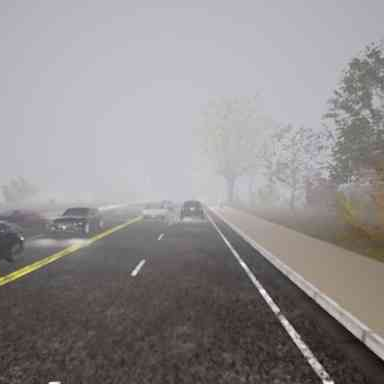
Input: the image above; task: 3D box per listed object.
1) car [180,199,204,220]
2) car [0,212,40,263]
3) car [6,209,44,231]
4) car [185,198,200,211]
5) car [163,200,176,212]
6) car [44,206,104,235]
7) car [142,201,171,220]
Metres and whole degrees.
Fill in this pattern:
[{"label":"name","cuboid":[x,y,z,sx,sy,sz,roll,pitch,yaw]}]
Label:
[{"label":"car","cuboid":[0.022,1.505,30.463,2.097,1.767,4.553,0,0,0]},{"label":"car","cuboid":[-6.584,1.541,9.411,2.128,1.511,4.902,0,0,0]},{"label":"car","cuboid":[-9.747,1.669,18.680,1.994,1.385,4.181,0,0,0]},{"label":"car","cuboid":[0.067,1.695,45.455,1.882,1.535,5.008,0,0,0]},{"label":"car","cuboid":[-3.200,1.755,43.015,2.033,1.411,5.357,0,0,1]},{"label":"car","cuboid":[-6.583,1.606,19.599,1.837,1.490,4.892,0,0,0]},{"label":"car","cuboid":[-3.235,1.752,30.025,1.895,1.301,4.718,0,0,0]}]
